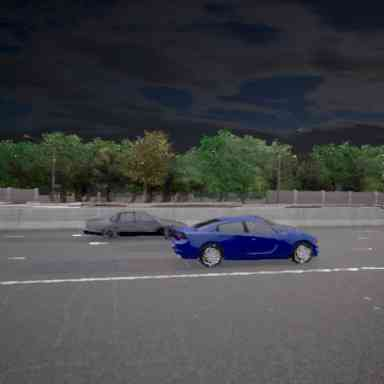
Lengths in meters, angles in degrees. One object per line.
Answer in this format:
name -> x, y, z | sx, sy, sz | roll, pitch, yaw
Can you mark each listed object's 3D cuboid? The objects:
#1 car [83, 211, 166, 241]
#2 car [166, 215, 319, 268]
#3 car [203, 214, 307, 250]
car -> -2.907, 1.724, 17.512 | 5.357, 1.411, 2.033 | 1, -1, -11
car -> 1.816, 1.579, 11.322 | 5.008, 1.535, 1.882 | 1, -1, -11
car -> 2.786, 1.740, 15.085 | 4.181, 1.385, 1.994 | 1, -1, -11
